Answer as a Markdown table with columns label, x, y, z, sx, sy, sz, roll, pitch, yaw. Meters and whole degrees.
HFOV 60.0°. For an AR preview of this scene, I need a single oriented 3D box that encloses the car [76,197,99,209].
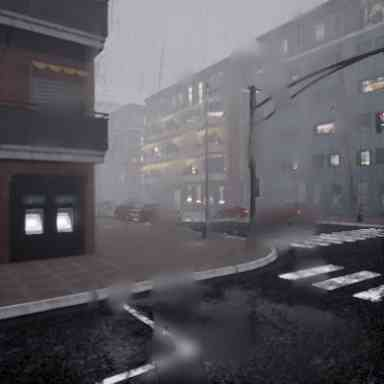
| label | x | y | z | sx | sy | sz | roll | pitch | yaw |
| --- | --- | --- | --- | --- | --- | --- | --- | --- | --- |
| car | -17.929 | 1.836 | 56.723 | 2.150 | 2.045 | 5.566 | 0 | -1 | -35 |

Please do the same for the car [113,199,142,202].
| label | x | y | z | sx | sy | sz | roll | pitch | yaw |
| --- | --- | --- | --- | --- | --- | --- | --- | --- | --- |
| car | -6.085 | 1.810 | 34.902 | 2.128 | 1.511 | 4.902 | 0 | -1 | -35 |

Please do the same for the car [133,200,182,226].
| label | x | y | z | sx | sy | sz | roll | pitch | yaw |
| --- | --- | --- | --- | --- | --- | --- | --- | --- | --- |
| car | -2.477 | 1.645 | 25.450 | 1.967 | 1.590 | 4.097 | -1 | 0 | -35 |

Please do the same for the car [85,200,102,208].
| label | x | y | z | sx | sy | sz | roll | pitch | yaw |
| --- | --- | --- | --- | --- | --- | --- | --- | --- | --- |
| car | -18.358 | 2.244 | 61.783 | 1.802 | 1.307 | 4.206 | -1 | 0 | -35 |

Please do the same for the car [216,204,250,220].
| label | x | y | z | sx | sy | sz | roll | pitch | yaw |
| --- | --- | --- | --- | --- | --- | --- | --- | --- | --- |
| car | 3.966 | 1.770 | 30.000 | 1.802 | 1.307 | 4.206 | -1 | 0 | -35 |

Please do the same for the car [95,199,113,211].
| label | x | y | z | sx | sy | sz | roll | pitch | yaw |
| --- | --- | --- | --- | --- | --- | --- | --- | --- | --- |
| car | -12.144 | 2.018 | 48.575 | 1.812 | 1.442 | 4.674 | 0 | -1 | -35 |

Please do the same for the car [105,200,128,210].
| label | x | y | z | sx | sy | sz | roll | pitch | yaw |
| --- | --- | --- | --- | --- | --- | --- | --- | --- | --- |
| car | -11.981 | 2.078 | 52.701 | 2.008 | 1.369 | 4.403 | -1 | 0 | -35 |

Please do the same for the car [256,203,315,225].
| label | x | y | z | sx | sy | sz | roll | pitch | yaw |
| --- | --- | --- | --- | --- | --- | --- | --- | --- | --- |
| car | 7.155 | 1.560 | 25.461 | 1.967 | 1.590 | 4.097 | -1 | 0 | -35 |

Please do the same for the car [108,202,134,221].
| label | x | y | z | sx | sy | sz | roll | pitch | yaw |
| --- | --- | --- | --- | --- | --- | --- | --- | --- | --- |
| car | -5.663 | 1.854 | 29.991 | 1.802 | 1.307 | 4.206 | -1 | 0 | -35 |

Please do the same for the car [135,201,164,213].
| label | x | y | z | sx | sy | sz | roll | pitch | yaw |
| --- | --- | --- | --- | --- | --- | --- | --- | --- | --- |
| car | -5.604 | 1.957 | 43.619 | 1.947 | 1.339 | 4.313 | -1 | 0 | -35 |
